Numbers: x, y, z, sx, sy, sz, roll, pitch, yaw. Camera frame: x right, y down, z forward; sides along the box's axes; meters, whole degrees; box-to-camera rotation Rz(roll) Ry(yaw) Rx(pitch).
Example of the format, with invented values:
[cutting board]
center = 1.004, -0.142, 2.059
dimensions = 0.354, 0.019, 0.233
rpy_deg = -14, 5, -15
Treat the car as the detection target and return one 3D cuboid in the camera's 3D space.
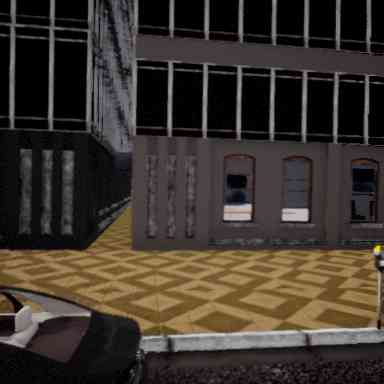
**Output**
[car]
center = -2.545, 1.465, 2.472
dimensions = 4.403, 1.369, 2.008
rpy_deg = 1, 1, -7
